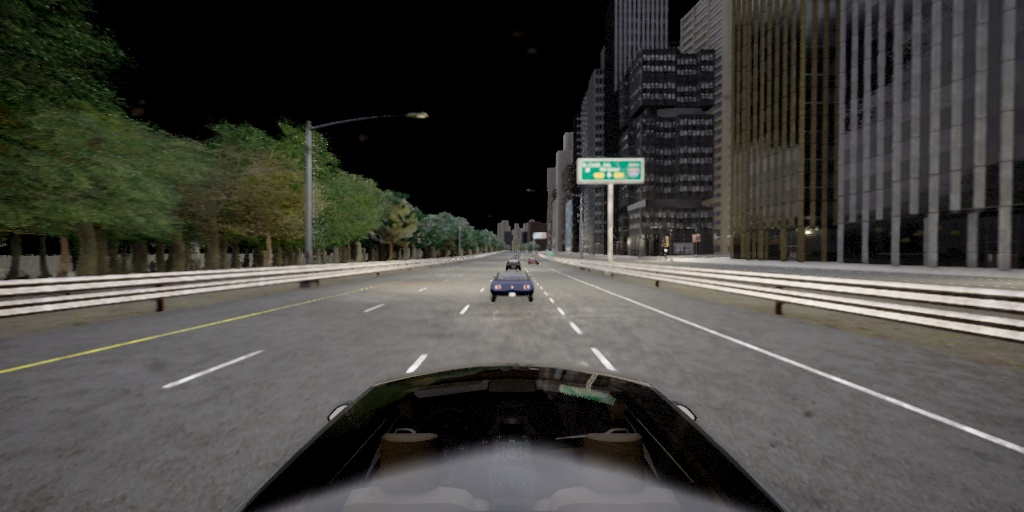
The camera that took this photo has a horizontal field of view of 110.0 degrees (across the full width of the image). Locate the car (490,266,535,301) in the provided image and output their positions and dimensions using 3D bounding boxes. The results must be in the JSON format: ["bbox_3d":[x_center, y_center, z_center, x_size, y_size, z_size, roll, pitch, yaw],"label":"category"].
[{"bbox_3d":[0.020,1.323,17.149,1.895,1.301,4.718,0,0,0],"label":"car"}]

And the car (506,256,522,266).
[{"bbox_3d":[0.198,1.089,45.636,1.882,1.535,5.008,0,0,1],"label":"car"}]
